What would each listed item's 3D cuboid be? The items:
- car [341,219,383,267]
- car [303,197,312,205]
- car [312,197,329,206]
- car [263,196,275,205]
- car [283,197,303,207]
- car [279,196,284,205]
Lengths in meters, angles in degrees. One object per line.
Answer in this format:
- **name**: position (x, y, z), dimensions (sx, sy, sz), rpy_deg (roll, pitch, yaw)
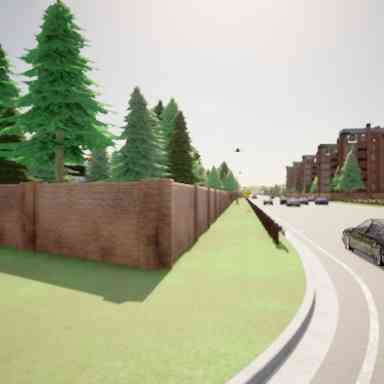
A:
- **car**: position (6.845, 1.633, 11.537), dimensions (2.033, 1.411, 5.357), rpy_deg (0, 0, 9)
- **car**: position (22.466, 1.961, 67.327), dimensions (1.812, 1.442, 4.674), rpy_deg (0, 0, 8)
- **car**: position (25.872, 1.922, 66.432), dimensions (1.882, 1.535, 5.008), rpy_deg (0, 0, 8)
- **car**: position (15.347, 1.955, 67.047), dimensions (2.033, 1.411, 5.357), rpy_deg (0, 0, 8)
- **car**: position (17.584, 1.933, 57.958), dimensions (1.994, 1.385, 4.181), rpy_deg (0, 0, 9)
- **car**: position (19.007, 1.904, 67.855), dimensions (1.882, 1.535, 5.008), rpy_deg (0, 0, 8)
